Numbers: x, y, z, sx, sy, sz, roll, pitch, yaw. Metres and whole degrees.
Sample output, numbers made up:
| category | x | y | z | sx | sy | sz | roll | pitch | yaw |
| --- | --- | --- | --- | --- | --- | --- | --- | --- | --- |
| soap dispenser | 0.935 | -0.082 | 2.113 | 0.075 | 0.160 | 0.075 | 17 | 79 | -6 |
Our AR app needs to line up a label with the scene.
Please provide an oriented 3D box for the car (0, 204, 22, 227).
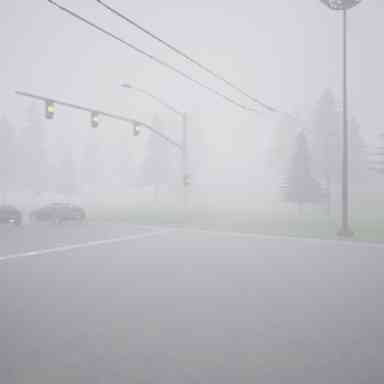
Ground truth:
| category | x | y | z | sx | sy | sz | roll | pitch | yaw |
| --- | --- | --- | --- | --- | --- | --- | --- | --- | --- |
| car | -13.088 | 1.525 | 21.926 | 4.892 | 1.490 | 1.837 | 0 | 0 | 35 |

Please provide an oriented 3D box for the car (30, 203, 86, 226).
| category | x | y | z | sx | sy | sz | roll | pitch | yaw |
| --- | --- | --- | --- | --- | --- | --- | --- | --- | --- |
| car | -9.651 | 1.510 | 23.774 | 4.902 | 1.511 | 2.128 | 0 | 0 | 36 |
